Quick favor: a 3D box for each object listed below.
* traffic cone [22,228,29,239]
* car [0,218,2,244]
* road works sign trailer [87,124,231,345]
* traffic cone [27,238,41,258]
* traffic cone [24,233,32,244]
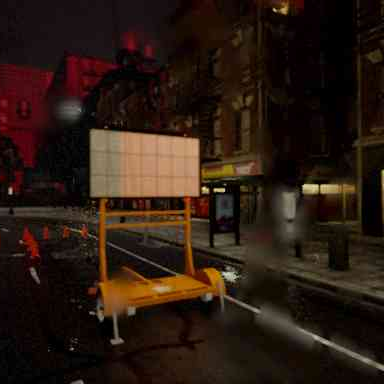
[{"bbox_3d":[-7.689,2.132,15.606,0.340,0.580,0.340,0,-1,-30],"label":"traffic cone"},{"bbox_3d":[-10.225,1.679,15.840,2.128,1.511,4.902,0,-1,-32],"label":"car"},{"bbox_3d":[-0.963,0.532,6.795,2.380,3.560,2.880,0,-1,-30],"label":"road works sign trailer"},{"bbox_3d":[-5.711,2.091,12.130,0.340,0.580,0.340,0,-1,-30],"label":"traffic cone"},{"bbox_3d":[-6.700,2.111,13.868,0.340,0.580,0.340,0,-1,-30],"label":"traffic cone"}]
